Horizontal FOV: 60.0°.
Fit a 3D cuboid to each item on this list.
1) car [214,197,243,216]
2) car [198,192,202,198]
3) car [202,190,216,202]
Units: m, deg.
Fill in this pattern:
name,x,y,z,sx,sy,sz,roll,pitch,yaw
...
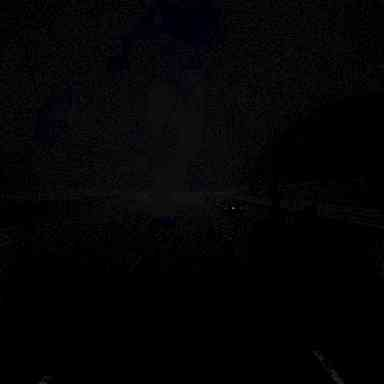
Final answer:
name,x,y,z,sx,sy,sz,roll,pitch,yaw
car,3.502,1.408,30.829,2.033,1.411,5.357,0,0,0
car,3.508,0.549,88.639,2.150,2.045,5.566,0,0,0
car,3.506,0.939,63.740,2.097,1.767,4.553,0,1,0
